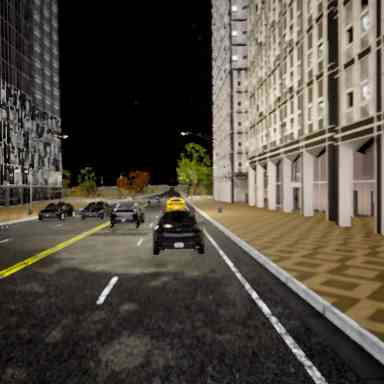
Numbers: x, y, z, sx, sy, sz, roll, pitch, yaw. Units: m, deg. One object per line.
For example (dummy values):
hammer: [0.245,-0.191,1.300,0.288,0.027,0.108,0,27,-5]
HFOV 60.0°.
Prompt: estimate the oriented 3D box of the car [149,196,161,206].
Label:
car: [-5.783,1.435,51.409,2.128,1.511,4.902,-1,0,-3]

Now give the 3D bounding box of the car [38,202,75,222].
car: [-11.251,1.589,27.997,1.837,1.490,4.892,-1,0,-3]

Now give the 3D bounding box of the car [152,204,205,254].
car: [-0.549,1.485,13.430,1.837,1.490,4.892,-1,1,-3]

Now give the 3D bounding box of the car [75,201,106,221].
car: [-8.007,1.546,28.176,1.837,1.490,4.892,-1,0,-3]

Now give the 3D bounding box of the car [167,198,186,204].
car: [-1.724,1.413,36.058,1.882,1.535,5.008,-1,0,-3]

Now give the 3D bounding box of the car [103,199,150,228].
car: [-4.260,1.497,22.473,2.128,1.511,4.902,-1,0,-3]
